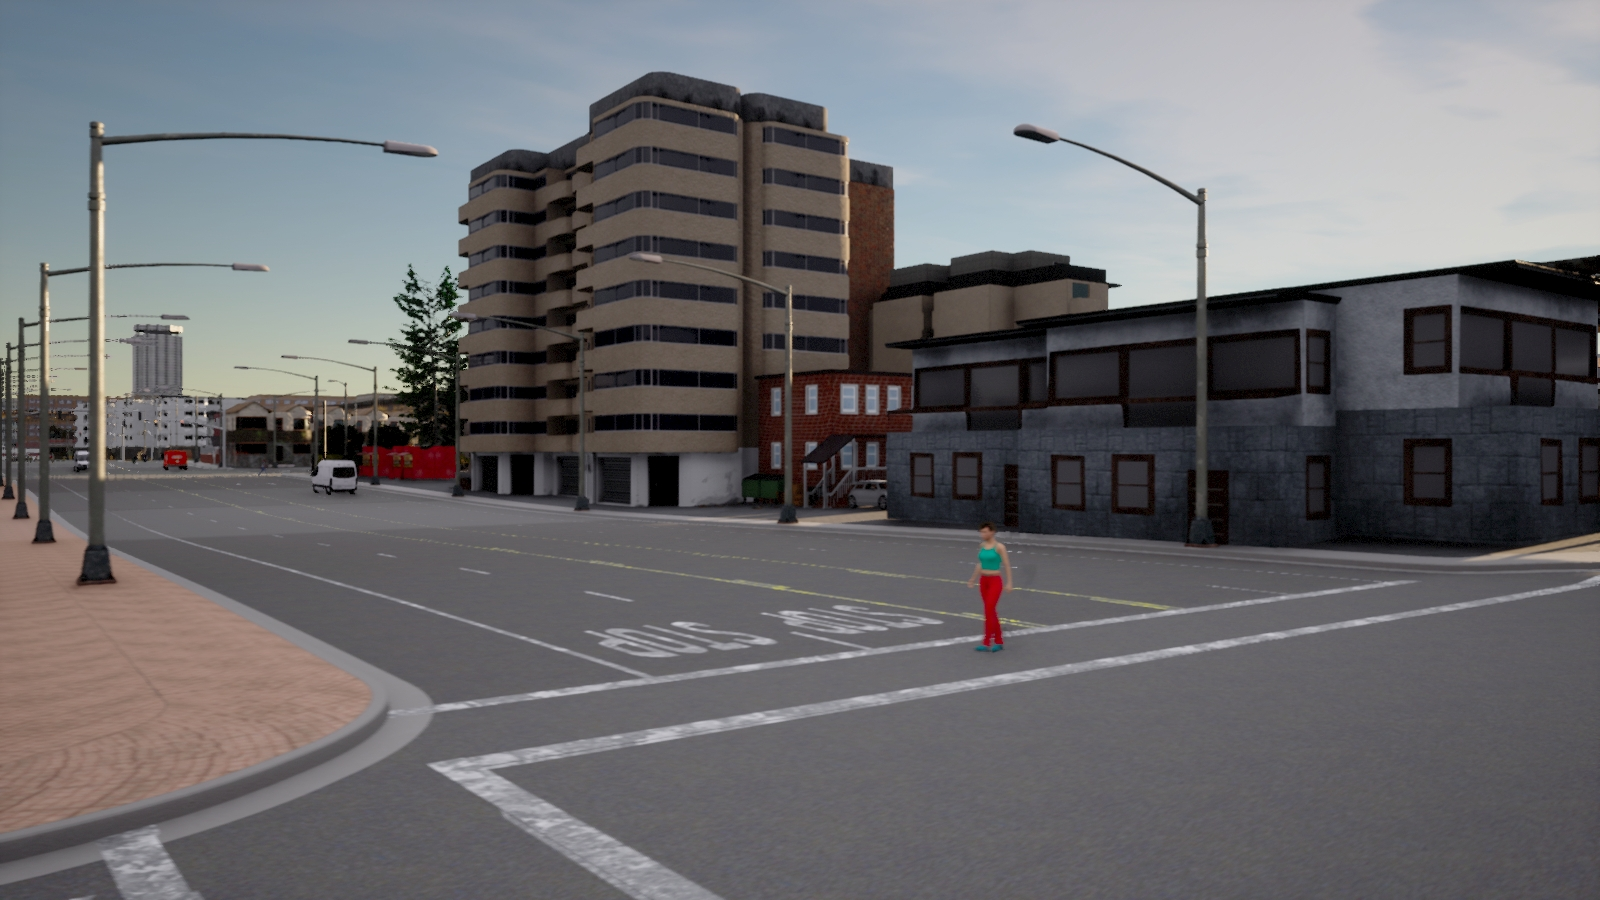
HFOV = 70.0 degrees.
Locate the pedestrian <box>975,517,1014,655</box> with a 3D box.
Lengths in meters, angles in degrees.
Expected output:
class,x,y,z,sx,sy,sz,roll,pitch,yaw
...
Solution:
class,x,y,z,sx,sy,sz,roll,pitch,yaw
pedestrian,2.708,1.881,15.929,0.375,1.860,0.375,0,0,-34
